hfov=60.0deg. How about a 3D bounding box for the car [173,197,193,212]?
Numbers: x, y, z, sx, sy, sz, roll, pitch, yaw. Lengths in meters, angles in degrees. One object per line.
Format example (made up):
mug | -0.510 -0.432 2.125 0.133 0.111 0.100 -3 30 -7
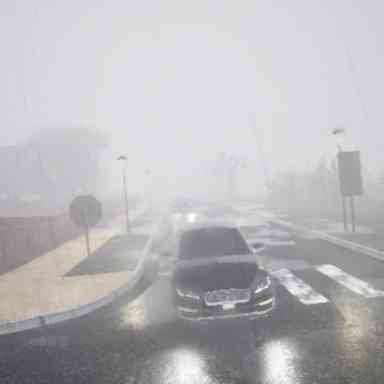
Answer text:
car | -0.982 1.158 33.199 1.895 1.301 4.718 -5 1 -3

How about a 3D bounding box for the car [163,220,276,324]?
car | 0.427 1.503 7.661 1.837 1.490 4.892 -5 1 -3
